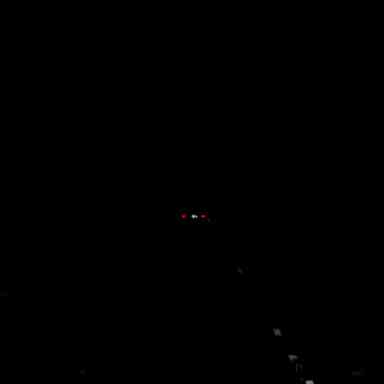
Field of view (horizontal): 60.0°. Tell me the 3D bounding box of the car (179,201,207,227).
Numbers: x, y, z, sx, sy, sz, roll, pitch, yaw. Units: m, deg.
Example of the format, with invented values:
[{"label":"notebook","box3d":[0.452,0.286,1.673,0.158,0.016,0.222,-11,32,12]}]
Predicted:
[{"label":"car","box3d":[0.098,1.574,23.213,2.033,1.411,5.357,0,0,0]}]
